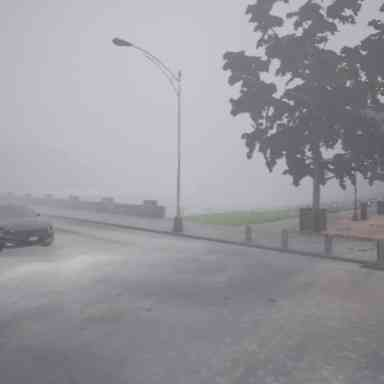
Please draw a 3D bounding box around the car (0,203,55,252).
[{"bbox_3d":[-6.954,1.172,12.419,5.008,1.535,1.882,2,2,42],"label":"car"}]
